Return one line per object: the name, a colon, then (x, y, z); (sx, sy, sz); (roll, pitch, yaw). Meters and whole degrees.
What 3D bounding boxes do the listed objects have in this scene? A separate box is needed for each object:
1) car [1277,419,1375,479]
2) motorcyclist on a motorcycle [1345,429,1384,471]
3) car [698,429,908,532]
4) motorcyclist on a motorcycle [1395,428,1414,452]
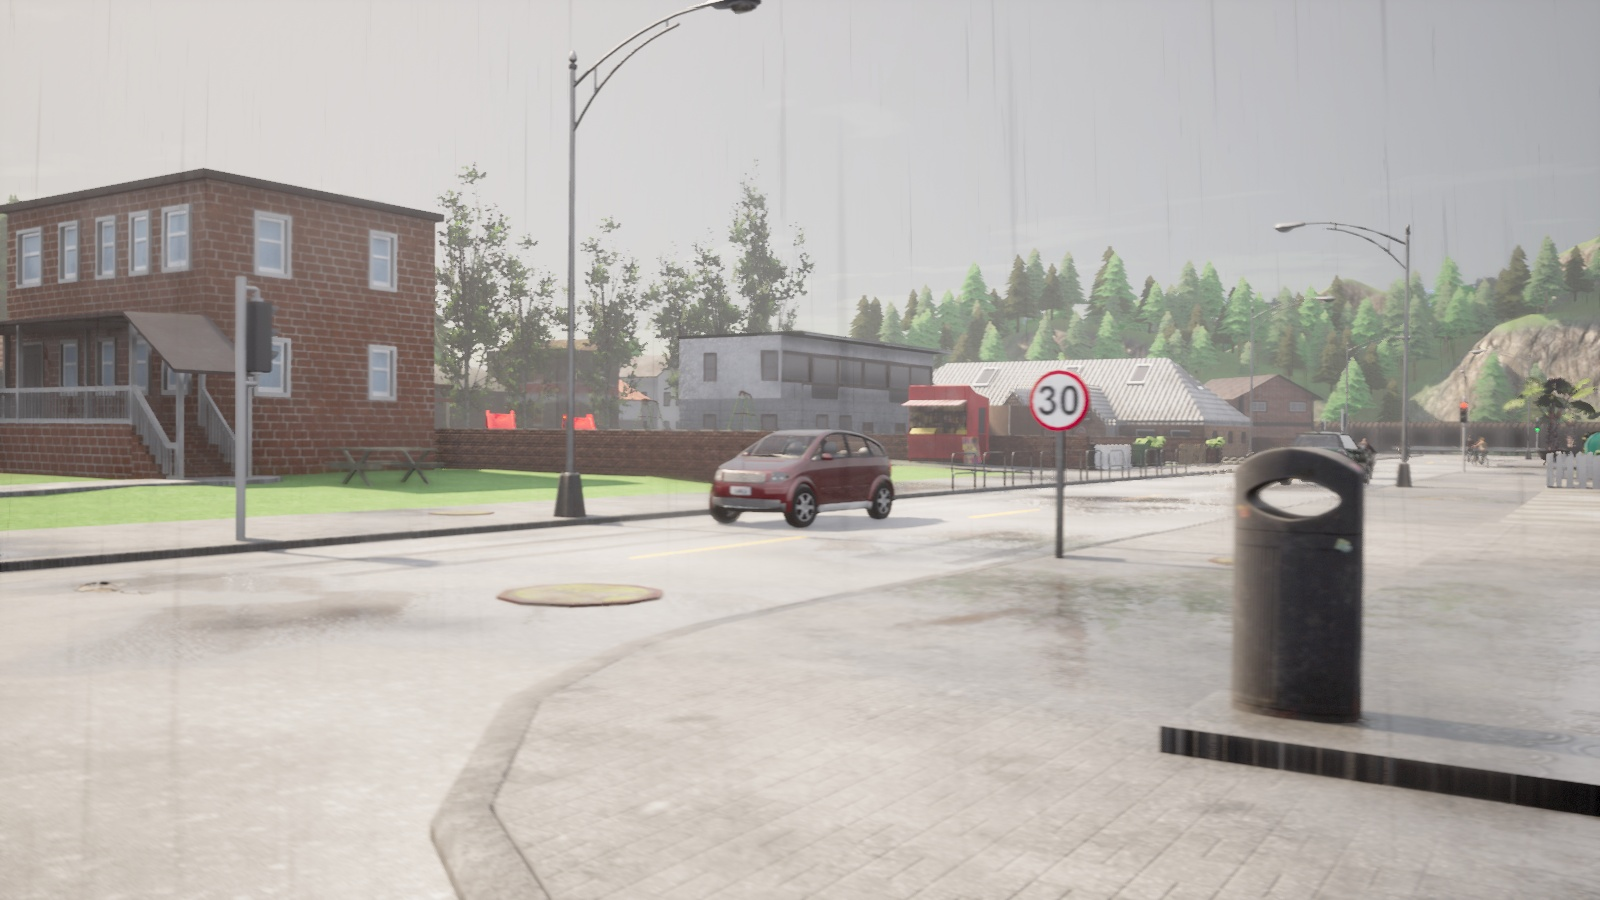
car: (16.648, -0.068, 39.607); (2.097, 1.767, 4.553); (0, 1, 33)
motorcyclist on a motorcycle: (20.764, -0.013, 46.164); (0.866, 1.530, 2.191); (0, 1, 36)
car: (0.138, 0.436, 20.996); (1.789, 1.549, 3.705); (0, 1, 33)
motorcyclist on a motorcycle: (40.073, -0.661, 83.233); (0.866, 1.530, 2.191); (0, 1, 33)
